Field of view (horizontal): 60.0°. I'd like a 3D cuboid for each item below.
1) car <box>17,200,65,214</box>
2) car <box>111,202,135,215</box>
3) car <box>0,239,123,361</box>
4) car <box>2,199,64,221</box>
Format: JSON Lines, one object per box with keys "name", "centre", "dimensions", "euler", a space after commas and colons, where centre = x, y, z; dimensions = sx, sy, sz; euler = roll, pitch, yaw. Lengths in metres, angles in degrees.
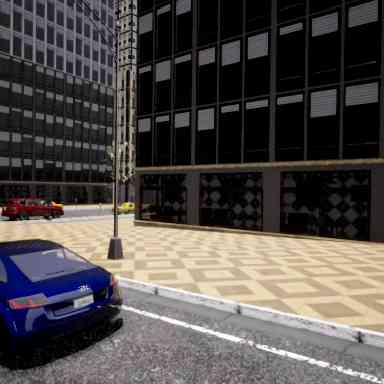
{"name": "car", "centre": [-17.372, 1.650, 38.541], "dimensions": [1.752, 1.417, 4.829], "euler": [1, 0, 36]}
{"name": "car", "centre": [-7.076, 1.836, 38.417], "dimensions": [1.752, 1.417, 4.829], "euler": [1, 0, 36]}
{"name": "car", "centre": [-3.234, 1.562, 5.971], "dimensions": [4.181, 1.385, 1.994], "euler": [0, 0, 34]}
{"name": "car", "centre": [-13.838, 1.525, 29.180], "dimensions": [2.192, 1.841, 5.009], "euler": [1, 0, 36]}
